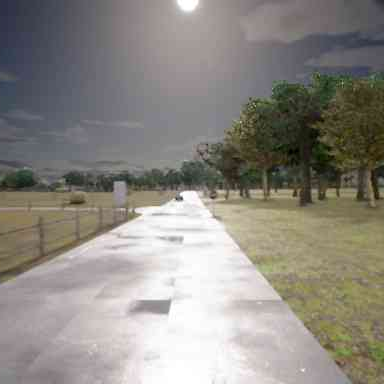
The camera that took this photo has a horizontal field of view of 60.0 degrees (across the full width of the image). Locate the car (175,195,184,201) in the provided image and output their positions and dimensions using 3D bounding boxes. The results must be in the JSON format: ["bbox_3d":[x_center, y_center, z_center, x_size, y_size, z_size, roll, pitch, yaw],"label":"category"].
[{"bbox_3d":[-2.737,1.283,71.957,1.895,1.301,4.718,0,1,0],"label":"car"}]
